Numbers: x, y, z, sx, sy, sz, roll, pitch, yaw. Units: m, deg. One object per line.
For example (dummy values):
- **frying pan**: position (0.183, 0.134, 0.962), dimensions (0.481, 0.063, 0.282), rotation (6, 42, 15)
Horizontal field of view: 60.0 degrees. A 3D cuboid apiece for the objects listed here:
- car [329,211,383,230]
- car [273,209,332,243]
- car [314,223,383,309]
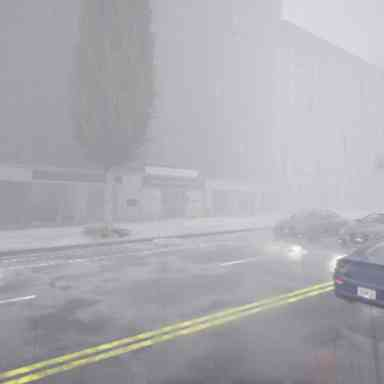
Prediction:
- **car**: position (7.625, 1.531, 13.118), dimensions (4.181, 1.385, 1.994), rotation (0, 0, -35)
- **car**: position (5.776, 1.531, 15.792), dimensions (4.181, 1.385, 1.994), rotation (0, 0, -35)
- **car**: position (4.767, 1.504, 6.848), dimensions (4.674, 1.442, 1.812), rotation (0, 0, -35)
